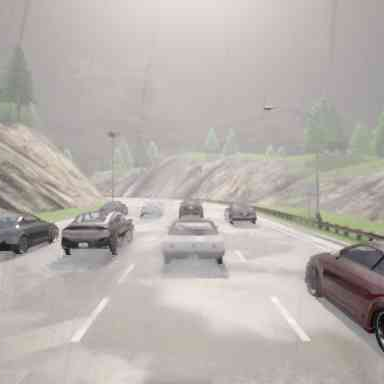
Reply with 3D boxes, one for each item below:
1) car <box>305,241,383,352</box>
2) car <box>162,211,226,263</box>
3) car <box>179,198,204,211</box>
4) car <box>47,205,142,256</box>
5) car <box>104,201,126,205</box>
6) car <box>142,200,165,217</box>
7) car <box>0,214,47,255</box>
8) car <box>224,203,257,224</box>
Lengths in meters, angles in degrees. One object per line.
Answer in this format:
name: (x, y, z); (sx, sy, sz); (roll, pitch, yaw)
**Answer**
car: (3.564, 1.554, 5.894); (1.994, 1.385, 4.181); (0, 0, 0)
car: (0.033, 1.586, 11.830); (1.895, 1.301, 4.718); (0, 0, 0)
car: (-0.082, 1.315, 29.464); (2.097, 1.767, 4.553); (0, 0, 0)
car: (-3.475, 1.477, 13.012); (2.128, 1.511, 4.902); (0, 0, 0)
car: (-7.089, 1.530, 30.432); (1.994, 1.385, 4.181); (0, 0, 0)
car: (-3.607, 1.489, 30.842); (1.812, 1.442, 4.674); (0, 0, -1)
car: (-6.977, 1.551, 13.292); (1.994, 1.385, 4.181); (0, 0, 0)
car: (3.454, 1.515, 24.331); (2.033, 1.411, 5.357); (0, 0, 0)
